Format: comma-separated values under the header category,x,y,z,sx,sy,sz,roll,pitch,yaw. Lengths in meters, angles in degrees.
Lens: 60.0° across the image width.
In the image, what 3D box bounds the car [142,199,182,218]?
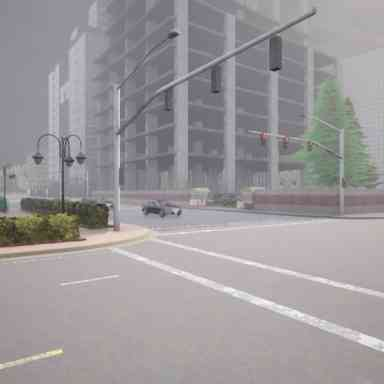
category,x,y,z,sx,sy,sz,roll,pitch,yaw
car,-2.784,1.435,29.838,2.128,1.511,4.902,0,0,-36

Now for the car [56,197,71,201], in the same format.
category,x,y,z,sx,sy,sz,roll,pitch,yaw
car,-21.746,1.509,56.066,1.994,1.385,4.181,0,0,-35

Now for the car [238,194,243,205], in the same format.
category,x,y,z,sx,sy,sz,roll,pitch,yaw
car,7.382,1.114,55.179,1.905,1.878,3.866,0,0,-36

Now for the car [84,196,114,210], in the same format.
category,x,y,z,sx,sy,sz,roll,pitch,yaw
car,-11.228,1.435,41.460,2.128,1.511,4.902,0,0,-36

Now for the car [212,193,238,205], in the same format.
category,x,y,z,sx,sy,sz,roll,pitch,yaw
car,4.993,1.114,53.464,1.905,1.878,3.866,0,0,-36

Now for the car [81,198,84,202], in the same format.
category,x,y,z,sx,sy,sz,roll,pitch,yaw
car,-20.676,1.545,66.696,1.895,1.301,4.718,0,0,-36
